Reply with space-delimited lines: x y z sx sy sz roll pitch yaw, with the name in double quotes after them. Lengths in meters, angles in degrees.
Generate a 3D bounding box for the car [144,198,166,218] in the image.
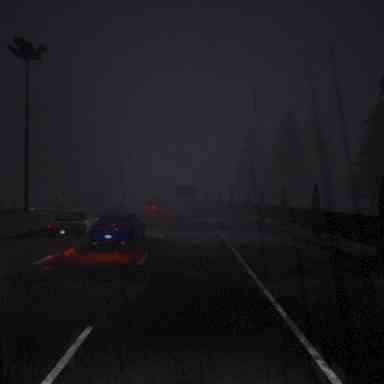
-3.972 1.707 35.791 2.150 2.045 5.566 0 -1 -5 "car"

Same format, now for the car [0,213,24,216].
-14.165 1.950 25.792 1.895 1.301 4.718 0 -1 -1 "car"

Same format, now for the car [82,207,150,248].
-3.400 1.695 15.980 1.882 1.535 5.008 0 -1 0 "car"

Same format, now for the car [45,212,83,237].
-6.901 1.872 19.933 1.895 1.301 4.718 0 -1 0 "car"

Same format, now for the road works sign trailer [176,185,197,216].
-0.694 1.000 39.441 2.380 3.560 2.880 0 -1 -10 "road works sign trailer"
